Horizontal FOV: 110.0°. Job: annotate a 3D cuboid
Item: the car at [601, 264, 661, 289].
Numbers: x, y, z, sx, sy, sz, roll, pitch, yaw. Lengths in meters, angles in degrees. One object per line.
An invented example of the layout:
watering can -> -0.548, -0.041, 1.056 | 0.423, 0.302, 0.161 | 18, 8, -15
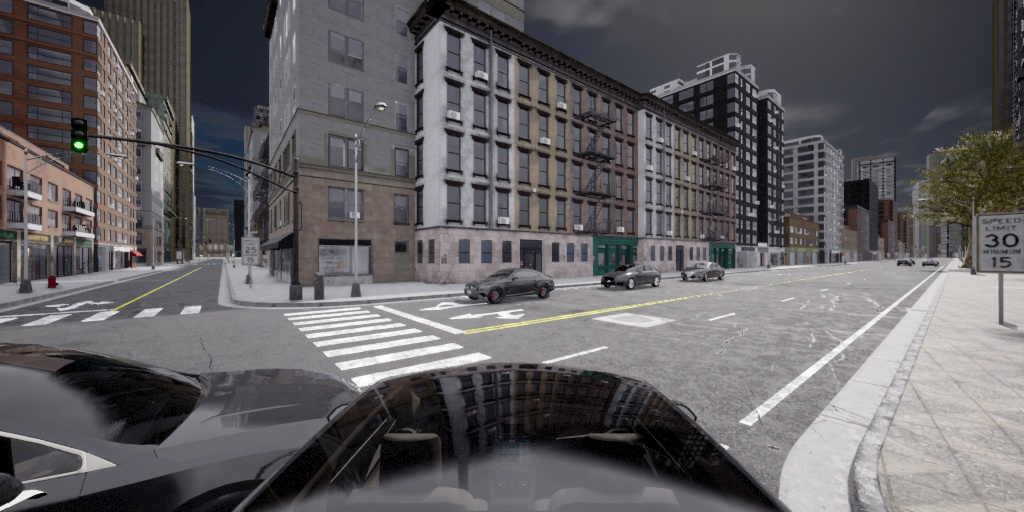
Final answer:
car -> 7.690, 1.259, 22.978 | 4.892, 1.490, 1.837 | 0, 0, -39

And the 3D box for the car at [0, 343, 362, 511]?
car -> -3.219, 1.257, 1.799 | 4.892, 1.490, 1.837 | 0, 0, -34

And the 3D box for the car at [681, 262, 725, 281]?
car -> 15.710, 1.237, 29.435 | 4.902, 1.511, 2.128 | 0, 0, -39

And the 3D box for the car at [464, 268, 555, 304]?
car -> -0.011, 1.287, 16.765 | 4.674, 1.442, 1.812 | 0, 0, -39
